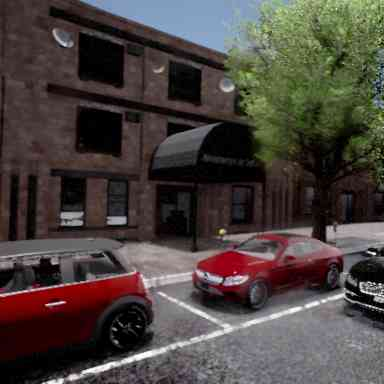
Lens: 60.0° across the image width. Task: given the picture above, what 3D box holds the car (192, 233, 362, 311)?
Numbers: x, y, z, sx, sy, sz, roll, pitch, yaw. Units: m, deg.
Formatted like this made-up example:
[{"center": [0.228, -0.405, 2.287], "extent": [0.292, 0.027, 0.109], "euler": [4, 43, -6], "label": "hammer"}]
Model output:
[{"center": [1.972, 1.666, 7.914], "extent": [4.206, 1.307, 1.802], "euler": [1, 0, -36], "label": "car"}]

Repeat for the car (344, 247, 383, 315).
[{"center": [5.185, 1.617, 7.083], "extent": [4.892, 1.490, 1.837], "euler": [1, -1, -36], "label": "car"}]

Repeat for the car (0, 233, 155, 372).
[{"center": [-2.652, 1.446, 4.609], "extent": [4.097, 1.590, 1.967], "euler": [1, 0, -36], "label": "car"}]
